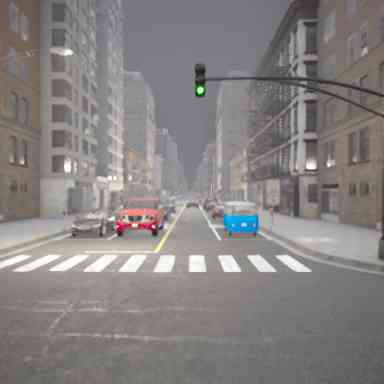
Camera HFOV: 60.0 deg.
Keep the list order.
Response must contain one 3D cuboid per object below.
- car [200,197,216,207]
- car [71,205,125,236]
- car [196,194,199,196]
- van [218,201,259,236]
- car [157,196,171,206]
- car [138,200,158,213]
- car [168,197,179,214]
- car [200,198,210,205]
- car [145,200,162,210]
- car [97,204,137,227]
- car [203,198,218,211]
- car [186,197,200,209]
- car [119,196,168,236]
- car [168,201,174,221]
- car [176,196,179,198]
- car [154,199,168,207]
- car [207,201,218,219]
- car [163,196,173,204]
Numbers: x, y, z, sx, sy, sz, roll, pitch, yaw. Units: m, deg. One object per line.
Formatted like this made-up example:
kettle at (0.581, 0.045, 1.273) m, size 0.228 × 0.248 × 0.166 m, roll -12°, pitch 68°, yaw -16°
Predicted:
car at (2.636, 1.559, 47.140) m, size 2.192 × 1.841 × 5.009 m, roll 0°, pitch 0°, yaw 0°
car at (-5.389, 1.651, 18.723) m, size 2.008 × 1.369 × 4.403 m, roll 0°, pitch 0°, yaw 0°
car at (2.634, 1.978, 92.758) m, size 1.752 × 1.417 × 4.829 m, roll 0°, pitch 0°, yaw 0°
van at (2.636, 1.441, 18.734) m, size 1.690 × 1.788 × 3.998 m, roll 0°, pitch 0°, yaw 0°
car at (-5.390, 1.637, 64.179) m, size 2.192 × 1.841 × 5.009 m, roll 0°, pitch 0°, yaw 0°
car at (-5.390, 1.742, 41.281) m, size 1.752 × 1.417 × 4.829 m, roll 0°, pitch 0°, yaw 0°
car at (-2.837, 1.711, 39.279) m, size 1.837 × 1.490 × 4.892 m, roll 0°, pitch 0°, yaw 0°
car at (2.634, 1.899, 69.863) m, size 2.008 × 1.369 × 4.403 m, roll 0°, pitch 0°, yaw 0°
car at (-5.390, 1.809, 47.133) m, size 1.947 × 1.339 × 4.313 m, roll 0°, pitch 0°, yaw 0°
car at (-5.389, 1.675, 24.405) m, size 1.887 × 1.381 × 4.507 m, roll 0°, pitch 0°, yaw 0°
car at (2.636, 1.799, 41.457) m, size 1.802 × 1.307 × 4.206 m, roll 0°, pitch 0°, yaw 0°
car at (0.098, 1.863, 51.146) m, size 1.895 × 1.301 × 4.718 m, roll 0°, pitch 0°, yaw 0°
car at (-2.848, 1.325, 19.404) m, size 2.150 × 2.045 × 5.566 m, roll 0°, pitch 0°, yaw 0°
car at (-2.853, 1.756, 29.219) m, size 1.895 × 1.301 × 4.718 m, roll 0°, pitch 0°, yaw 0°
car at (-5.392, 2.034, 92.586) m, size 1.802 × 1.307 × 4.206 m, roll 0°, pitch 0°, yaw 0°
car at (-5.390, 1.862, 58.496) m, size 1.947 × 1.339 × 4.313 m, roll 0°, pitch 0°, yaw 0°
car at (2.636, 1.742, 30.094) m, size 1.802 × 1.307 × 4.206 m, roll 0°, pitch 0°, yaw 0°
car at (-5.391, 1.815, 75.542) m, size 1.967 × 1.590 × 4.097 m, roll 0°, pitch 0°, yaw 0°
